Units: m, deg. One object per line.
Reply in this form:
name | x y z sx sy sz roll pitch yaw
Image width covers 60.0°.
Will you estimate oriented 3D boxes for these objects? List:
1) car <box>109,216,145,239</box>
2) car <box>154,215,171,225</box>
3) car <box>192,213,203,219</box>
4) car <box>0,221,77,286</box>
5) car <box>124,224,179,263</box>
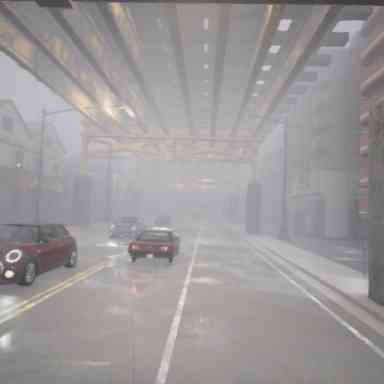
car | -4.851 2.659 25.697 2.097 1.767 4.553 2 -3 2
car | -3.983 3.884 45.346 2.128 1.511 4.902 2 -3 2
car | 1.075 5.943 84.537 2.033 1.411 5.357 2 -3 2
car | -5.442 1.775 10.727 2.097 1.767 4.553 2 -3 2
car | -1.647 2.479 15.954 1.895 1.301 4.718 2 -3 2
